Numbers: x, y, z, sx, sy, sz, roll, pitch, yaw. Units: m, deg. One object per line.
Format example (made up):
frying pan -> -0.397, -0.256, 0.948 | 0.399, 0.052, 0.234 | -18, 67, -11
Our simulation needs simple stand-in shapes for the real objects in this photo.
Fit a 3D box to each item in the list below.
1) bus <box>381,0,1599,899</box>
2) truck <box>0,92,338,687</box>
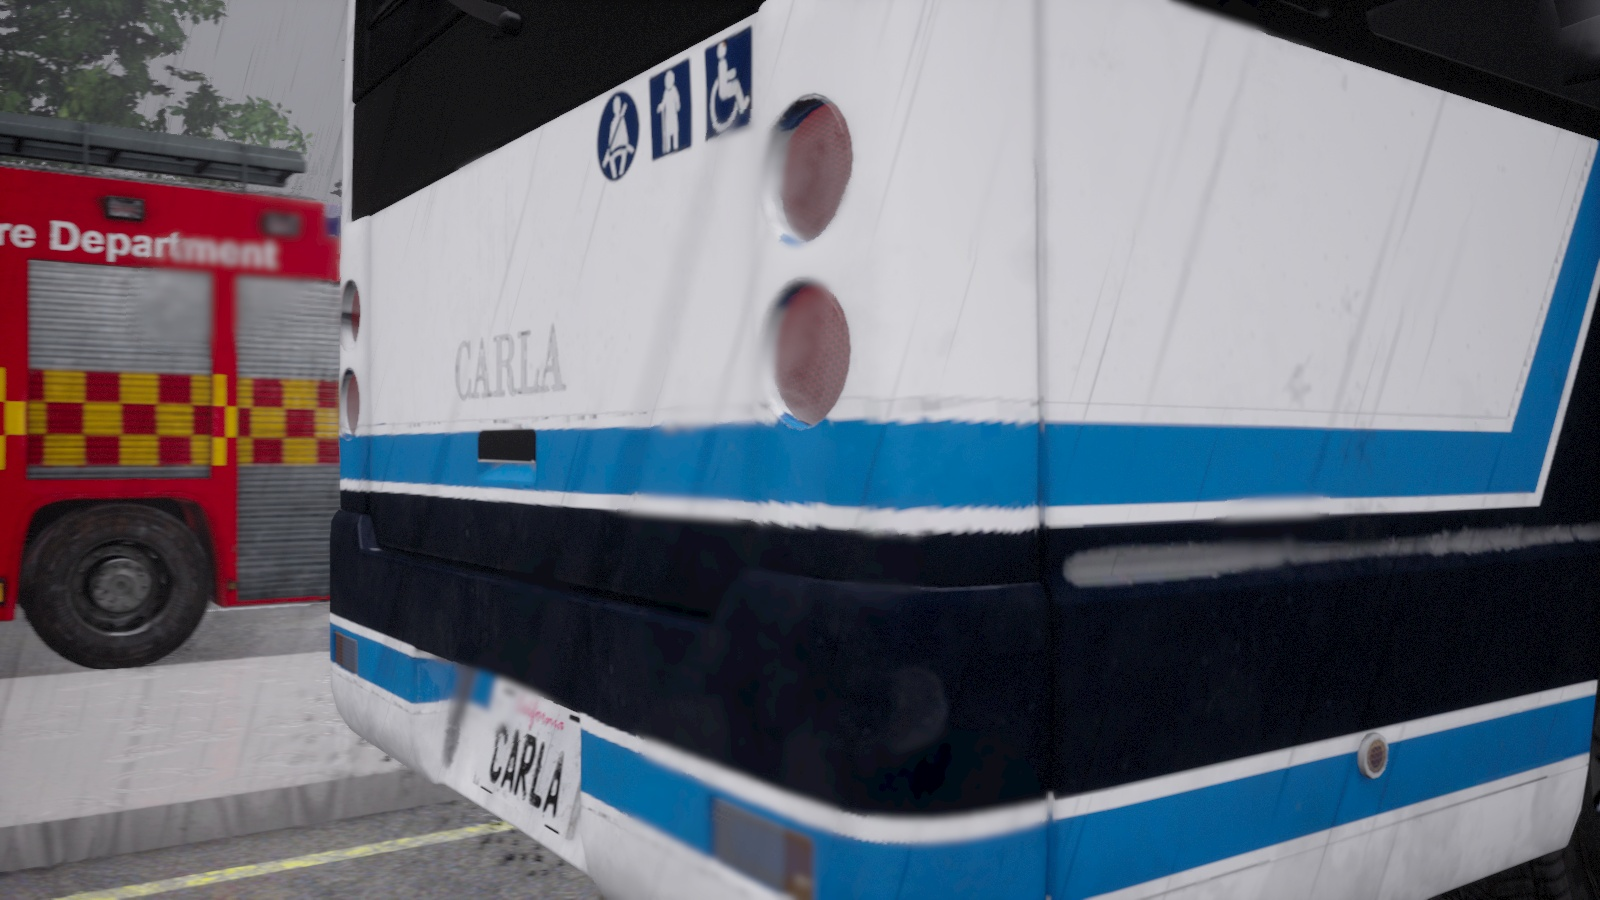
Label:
bus -> 3.699, -0.624, 6.242 | 10.273, 4.253, 3.944 | 0, 0, -35
truck -> -7.713, -0.384, 8.040 | 8.468, 3.827, 2.891 | 0, 0, -35
